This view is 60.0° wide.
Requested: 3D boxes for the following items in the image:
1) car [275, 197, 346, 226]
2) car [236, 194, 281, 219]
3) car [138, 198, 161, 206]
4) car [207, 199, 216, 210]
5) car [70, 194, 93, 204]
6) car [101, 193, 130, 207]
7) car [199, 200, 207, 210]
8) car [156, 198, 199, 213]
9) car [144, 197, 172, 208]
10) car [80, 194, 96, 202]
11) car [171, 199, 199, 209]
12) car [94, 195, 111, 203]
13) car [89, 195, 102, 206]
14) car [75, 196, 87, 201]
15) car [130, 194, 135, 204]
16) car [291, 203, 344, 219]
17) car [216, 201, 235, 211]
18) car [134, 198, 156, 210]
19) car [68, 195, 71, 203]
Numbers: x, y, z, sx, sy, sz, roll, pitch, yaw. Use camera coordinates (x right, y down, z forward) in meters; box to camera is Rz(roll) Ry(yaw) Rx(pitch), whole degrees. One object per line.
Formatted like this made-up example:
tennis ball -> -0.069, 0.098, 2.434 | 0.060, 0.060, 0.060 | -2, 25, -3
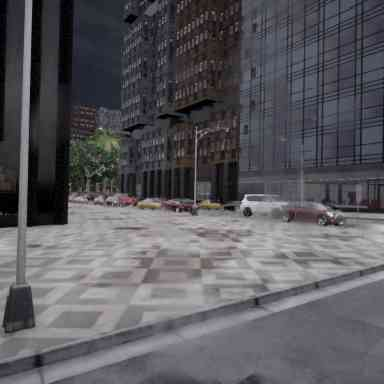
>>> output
car -> 7.926, 1.368, 21.834 | 1.967, 1.590, 4.097 | 2, -1, -37
car -> 6.584, 1.225, 28.309 | 2.150, 2.045, 5.566 | 2, -1, -35
car -> -7.432, 1.722, 58.019 | 2.008, 1.369, 4.403 | 2, -1, -36
car -> 2.032, 1.690, 44.759 | 1.752, 1.417, 4.829 | 2, -1, -36
car -> -20.650, 1.473, 61.870 | 1.752, 1.417, 4.829 | 2, -1, -36
car -> -11.184, 1.387, 48.609 | 1.967, 1.590, 4.097 | 2, -1, -36
car -> -0.899, 1.501, 38.792 | 2.128, 1.511, 4.902 | 2, -1, -35
car -> -1.622, 1.482, 35.207 | 1.887, 1.381, 4.507 | 2, -1, -36
car -> -5.223, 1.590, 50.243 | 2.128, 1.511, 4.902 | 2, -1, -35
car -> -26.551, 1.485, 84.818 | 2.192, 1.841, 5.009 | 2, -1, -36
car -> -1.057, 1.719, 49.086 | 2.008, 1.369, 4.403 | 2, -1, -36
car -> -20.354, 1.514, 75.487 | 2.097, 1.767, 4.553 | 2, -1, -36
car -> -14.375, 1.530, 53.074 | 1.802, 1.307, 4.206 | 2, -1, -36
car -> -29.842, 1.695, 89.420 | 1.752, 1.417, 4.829 | 2, -1, -36
car -> -10.399, 1.244, 52.262 | 2.150, 2.045, 5.566 | 2, -1, -35
car -> 11.692, 1.721, 31.222 | 1.947, 1.339, 4.313 | 2, -1, -36
car -> 5.317, 1.727, 40.153 | 1.947, 1.339, 4.313 | 2, -1, -36
car -> -4.711, 1.466, 39.535 | 1.752, 1.417, 4.829 | 2, -1, -36
car -> -23.935, 1.387, 66.477 | 1.967, 1.590, 4.097 | 2, -1, -36
